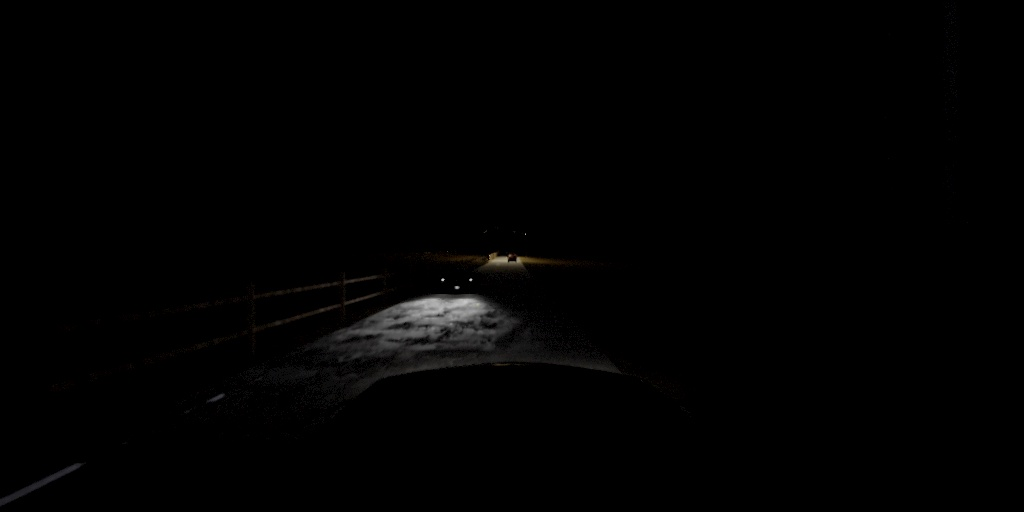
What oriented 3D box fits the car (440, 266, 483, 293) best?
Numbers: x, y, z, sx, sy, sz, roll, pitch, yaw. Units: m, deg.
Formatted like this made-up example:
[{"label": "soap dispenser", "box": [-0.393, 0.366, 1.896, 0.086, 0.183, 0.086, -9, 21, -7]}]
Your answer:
[{"label": "car", "box": [-2.772, 1.280, 20.318, 1.895, 1.301, 4.718, 0, 0, 0]}]
